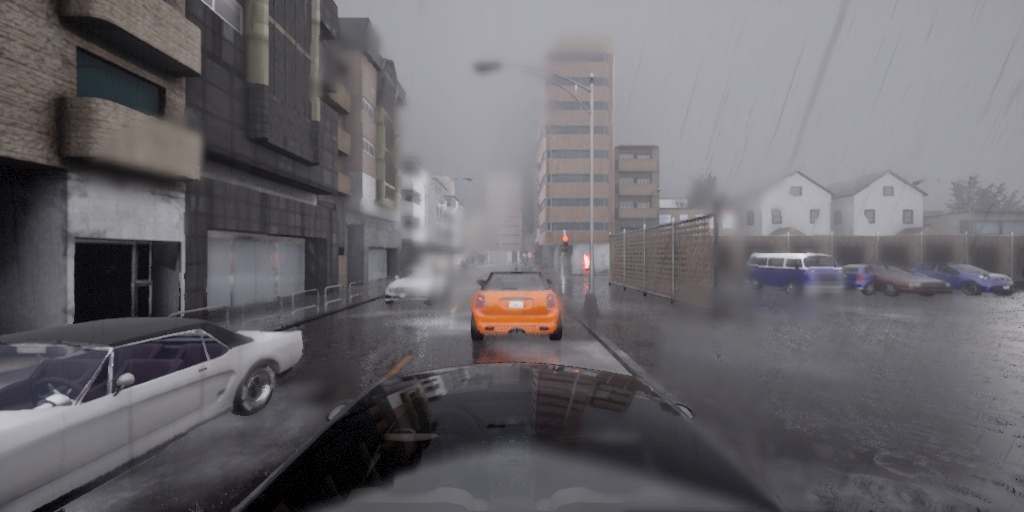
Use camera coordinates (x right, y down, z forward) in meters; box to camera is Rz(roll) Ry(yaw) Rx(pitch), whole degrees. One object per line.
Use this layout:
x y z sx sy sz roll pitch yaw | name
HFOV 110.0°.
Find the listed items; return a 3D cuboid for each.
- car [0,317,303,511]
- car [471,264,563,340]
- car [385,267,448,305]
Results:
-4.096 1.347 3.192 1.895 1.301 4.718 0 0 0 | car
0.102 1.081 10.008 2.097 1.767 4.553 0 0 0 | car
-4.035 1.239 15.851 1.812 1.442 4.674 0 0 1 | car
